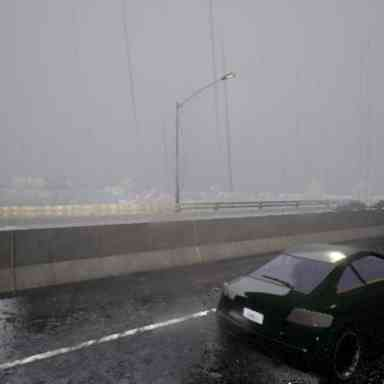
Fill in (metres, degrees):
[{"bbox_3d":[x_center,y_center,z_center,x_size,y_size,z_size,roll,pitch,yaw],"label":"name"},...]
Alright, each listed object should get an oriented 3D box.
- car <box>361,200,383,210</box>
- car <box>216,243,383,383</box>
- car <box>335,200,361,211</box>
[{"bbox_3d":[20.375,1.611,35.104,4.892,1.490,1.837,0,0,-34],"label":"car"},{"bbox_3d":[2.424,1.568,5.455,4.181,1.385,1.994,0,0,-35],"label":"car"},{"bbox_3d":[18.227,1.616,37.879,4.181,1.385,1.994,0,0,-34],"label":"car"}]
